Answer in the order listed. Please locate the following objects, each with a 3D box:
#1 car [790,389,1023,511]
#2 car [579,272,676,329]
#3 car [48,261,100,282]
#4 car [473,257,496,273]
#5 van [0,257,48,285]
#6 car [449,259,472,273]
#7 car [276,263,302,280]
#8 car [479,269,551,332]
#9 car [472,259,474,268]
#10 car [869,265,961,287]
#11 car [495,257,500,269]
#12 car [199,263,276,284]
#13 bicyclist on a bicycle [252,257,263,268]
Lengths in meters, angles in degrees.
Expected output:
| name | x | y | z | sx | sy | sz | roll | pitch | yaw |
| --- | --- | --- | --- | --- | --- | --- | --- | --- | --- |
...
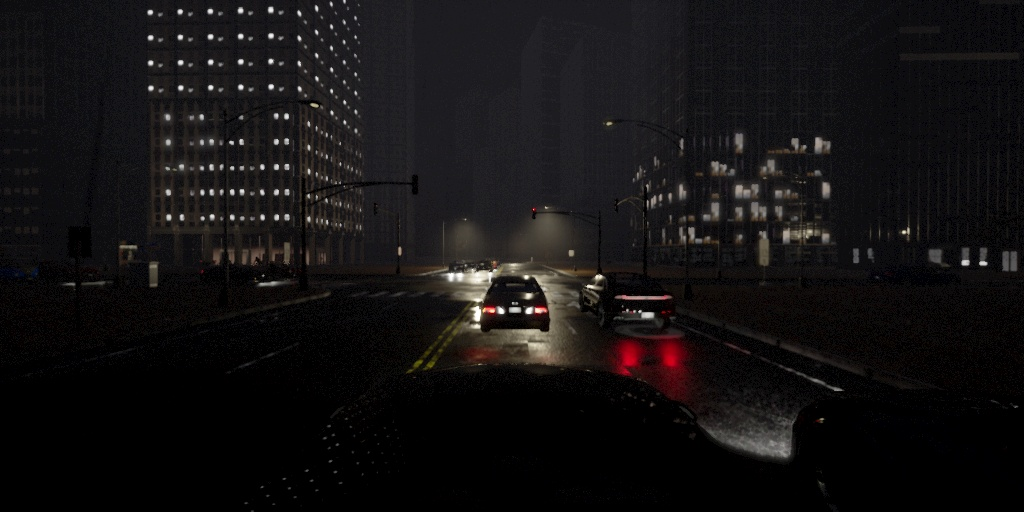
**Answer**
| name | x | y | z | sx | sy | sz | roll | pitch | yaw |
| --- | --- | --- | --- | --- | --- | --- | --- | --- | --- |
| car | 3.350 | 1.313 | 1.303 | 1.994 | 1.385 | 4.181 | 0 | 0 | 0 |
| car | 3.346 | 1.243 | 11.232 | 2.128 | 1.511 | 4.902 | 0 | 0 | 0 |
| car | -33.340 | 1.091 | 26.297 | 5.008 | 1.535 | 1.882 | 1 | 0 | 1 |
| car | -3.339 | 1.242 | 44.548 | 1.837 | 1.490 | 4.892 | 0 | 0 | 0 |
| van | -33.934 | 0.972 | 23.728 | 3.998 | 1.789 | 1.690 | 0 | 0 | 1 |
| car | -6.587 | 1.229 | 44.286 | 2.128 | 1.511 | 4.902 | 0 | 0 | 0 |
| car | -19.897 | 1.252 | 29.186 | 4.718 | 1.301 | 1.895 | 0 | 0 | 1 |
| car | 0.099 | 1.299 | 10.816 | 2.033 | 1.411 | 5.357 | 0 | 0 | 1 |
| car | -6.580 | 1.200 | 55.393 | 1.882 | 1.535 | 5.008 | 0 | 0 | 0 |
| car | 28.131 | 1.376 | 25.107 | 5.008 | 1.535 | 1.882 | 0 | 0 | 1 |
| car | -3.332 | 1.078 | 54.324 | 2.097 | 1.767 | 4.553 | 0 | 0 | 0 |
| car | -19.988 | 1.240 | 25.964 | 4.181 | 1.385 | 1.994 | 0 | 0 | 1 |
| bicyclist on a bicycle | -24.704 | 0.886 | 34.818 | 0.582 | 1.620 | 1.656 | 0 | 1 | 1 |
